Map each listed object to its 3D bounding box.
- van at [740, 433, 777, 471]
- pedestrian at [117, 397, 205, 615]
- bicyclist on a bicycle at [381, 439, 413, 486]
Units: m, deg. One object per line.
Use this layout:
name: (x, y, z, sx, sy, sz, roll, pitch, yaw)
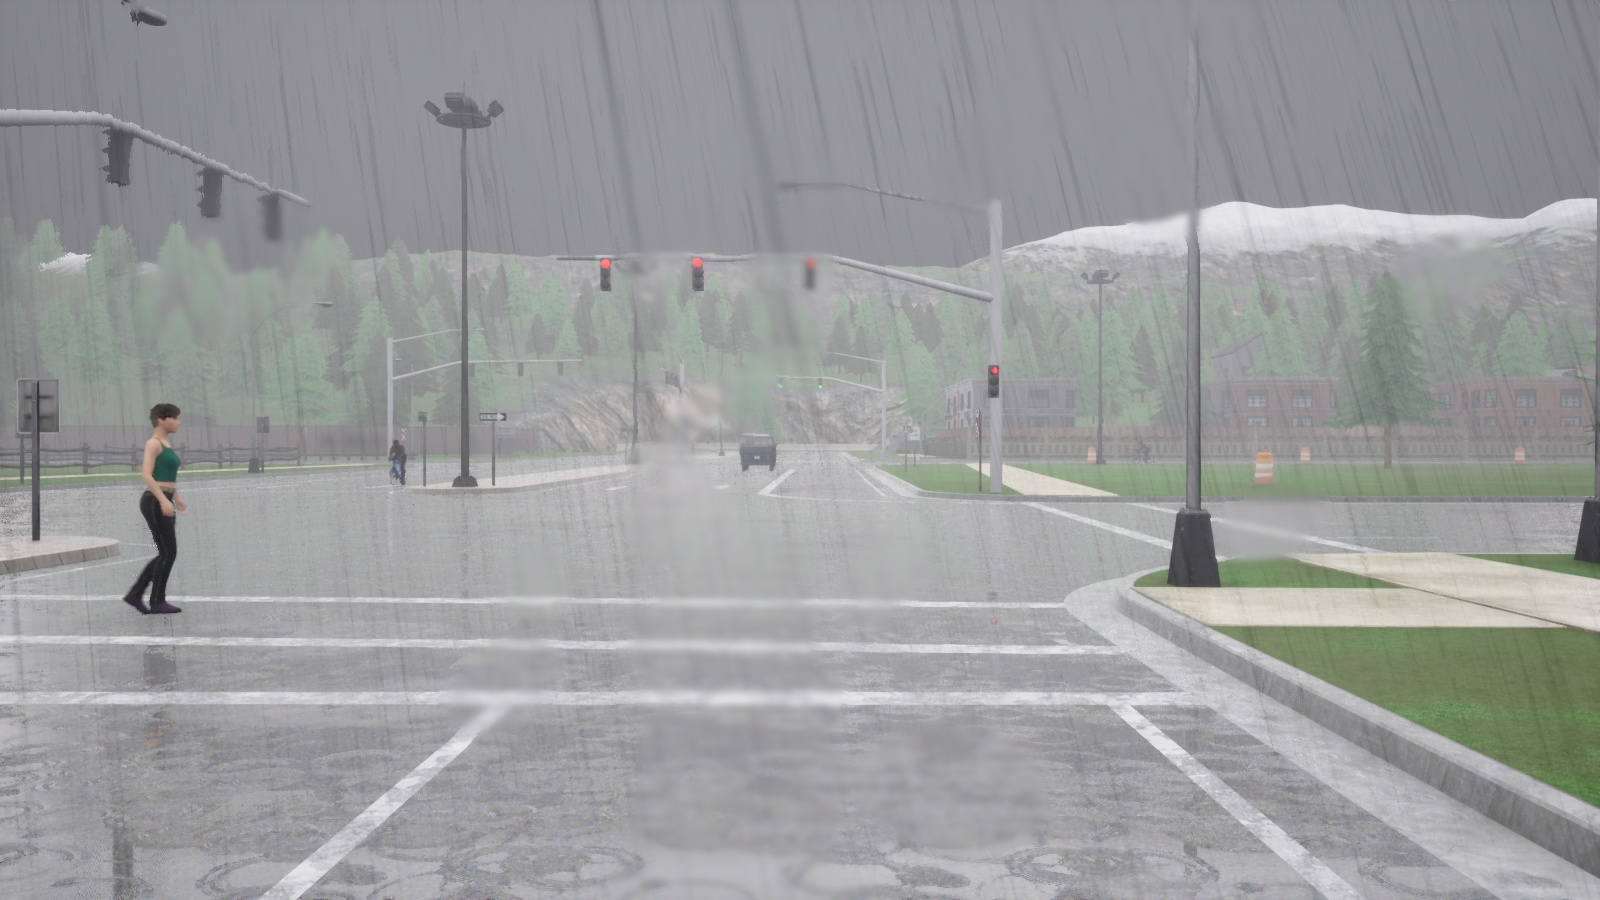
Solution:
van: (-2.210, 0.112, 68.139, 1.775, 1.987, 4.442, 0, 0, 1)
pedestrian: (-5.495, 0.470, 10.817, 0.594, 1.836, 0.345, 0, 0, -10)
bicyclist on a bicycle: (-14.208, 0.437, 44.306, 0.582, 1.620, 1.656, 0, 1, 1)
